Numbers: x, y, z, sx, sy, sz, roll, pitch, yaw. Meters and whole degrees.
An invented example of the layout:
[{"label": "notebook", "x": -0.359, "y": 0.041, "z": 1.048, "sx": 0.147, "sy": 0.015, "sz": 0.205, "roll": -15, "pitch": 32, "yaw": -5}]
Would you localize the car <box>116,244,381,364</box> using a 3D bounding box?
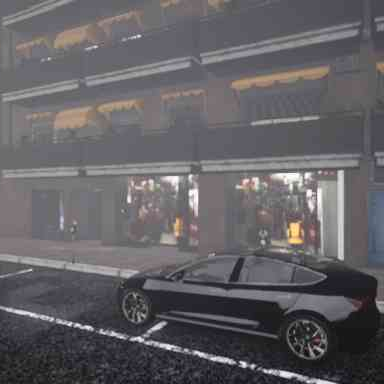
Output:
[{"label": "car", "x": 0.747, "y": 1.581, "z": 5.638, "sx": 4.313, "sy": 1.339, "sz": 1.947, "roll": 0, "pitch": 0, "yaw": 26}]
